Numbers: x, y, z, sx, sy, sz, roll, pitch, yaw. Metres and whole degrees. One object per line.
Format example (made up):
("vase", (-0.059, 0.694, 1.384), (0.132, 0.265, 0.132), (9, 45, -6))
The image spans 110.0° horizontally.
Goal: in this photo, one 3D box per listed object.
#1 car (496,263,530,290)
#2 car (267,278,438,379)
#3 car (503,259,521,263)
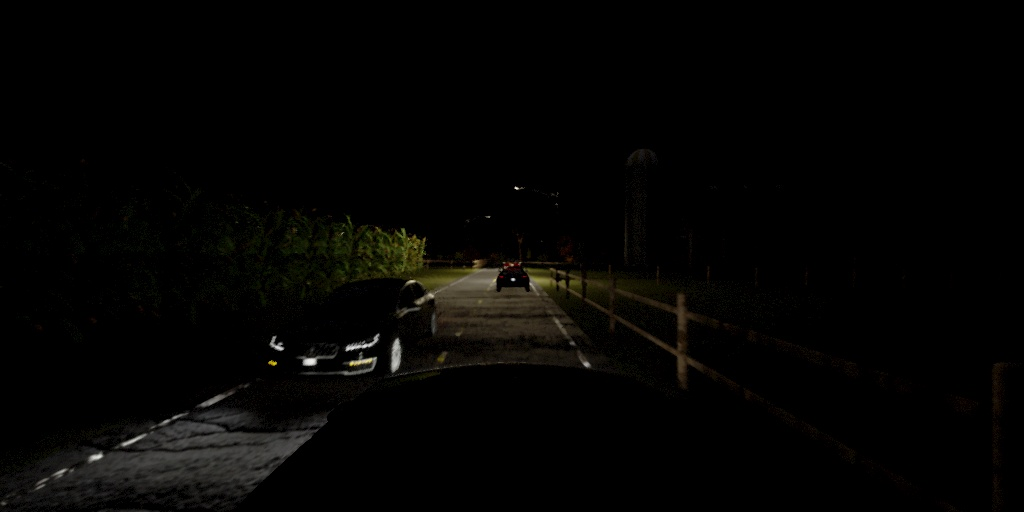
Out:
("car", (0.061, 1.310, 22.252), (1.994, 1.385, 4.181), (0, 0, 0))
("car", (-2.830, 1.255, 7.464), (1.837, 1.490, 4.892), (0, 0, 0))
("car", (0.009, 1.105, 42.028), (2.097, 1.767, 4.553), (0, 0, 0))
